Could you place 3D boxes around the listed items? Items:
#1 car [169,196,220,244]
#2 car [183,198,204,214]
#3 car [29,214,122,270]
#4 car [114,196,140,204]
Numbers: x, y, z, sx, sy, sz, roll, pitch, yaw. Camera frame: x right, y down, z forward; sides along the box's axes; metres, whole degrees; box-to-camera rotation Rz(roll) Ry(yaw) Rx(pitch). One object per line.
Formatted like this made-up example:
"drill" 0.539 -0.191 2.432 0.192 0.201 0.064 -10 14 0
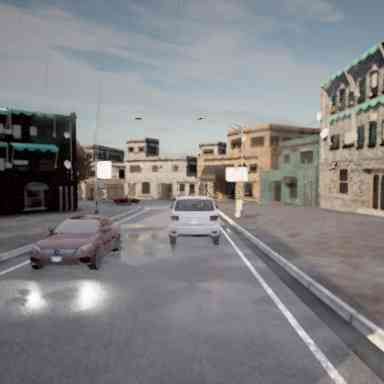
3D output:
"car" 0.114 1.199 15.858 2.150 2.045 5.566 0 0 0
"car" 0.084 1.413 34.723 2.033 1.411 5.357 0 0 -1
"car" -3.598 1.514 11.149 1.812 1.442 4.674 0 0 0
"car" -10.855 1.382 55.618 4.718 1.301 1.895 -1 2 41
